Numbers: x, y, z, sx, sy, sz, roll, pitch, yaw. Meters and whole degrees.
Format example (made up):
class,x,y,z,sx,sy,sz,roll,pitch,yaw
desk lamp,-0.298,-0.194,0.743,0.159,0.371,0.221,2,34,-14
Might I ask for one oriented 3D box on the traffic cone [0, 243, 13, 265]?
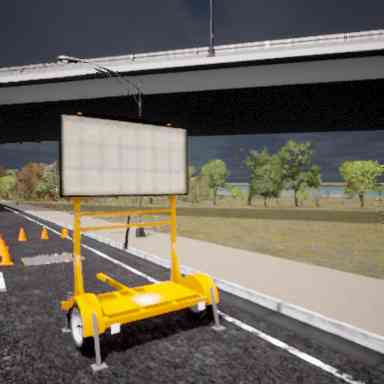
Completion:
class,x,y,z,sx,sy,sz,roll,pitch,yaw
traffic cone,-5.976,2.025,10.728,0.340,0.580,0.340,-1,0,-32

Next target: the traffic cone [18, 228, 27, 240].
class,x,y,z,sx,sy,sz,roll,pitch,yaw
traffic cone,-8.336,2.055,16.333,0.340,0.580,0.340,-1,0,-32

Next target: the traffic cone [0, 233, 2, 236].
class,x,y,z,sx,sy,sz,roll,pitch,yaw
traffic cone,-8.113,2.051,14.109,0.340,0.580,0.340,-1,0,-32

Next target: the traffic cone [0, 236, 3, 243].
class,x,y,z,sx,sy,sz,roll,pitch,yaw
traffic cone,-7.044,2.038,12.418,0.340,0.580,0.340,-1,0,-32

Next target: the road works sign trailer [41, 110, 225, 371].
class,x,y,z,sx,sy,sz,roll,pitch,yaw
road works sign trailer,-1.197,0.475,5.981,2.380,3.560,2.880,-1,0,-36
